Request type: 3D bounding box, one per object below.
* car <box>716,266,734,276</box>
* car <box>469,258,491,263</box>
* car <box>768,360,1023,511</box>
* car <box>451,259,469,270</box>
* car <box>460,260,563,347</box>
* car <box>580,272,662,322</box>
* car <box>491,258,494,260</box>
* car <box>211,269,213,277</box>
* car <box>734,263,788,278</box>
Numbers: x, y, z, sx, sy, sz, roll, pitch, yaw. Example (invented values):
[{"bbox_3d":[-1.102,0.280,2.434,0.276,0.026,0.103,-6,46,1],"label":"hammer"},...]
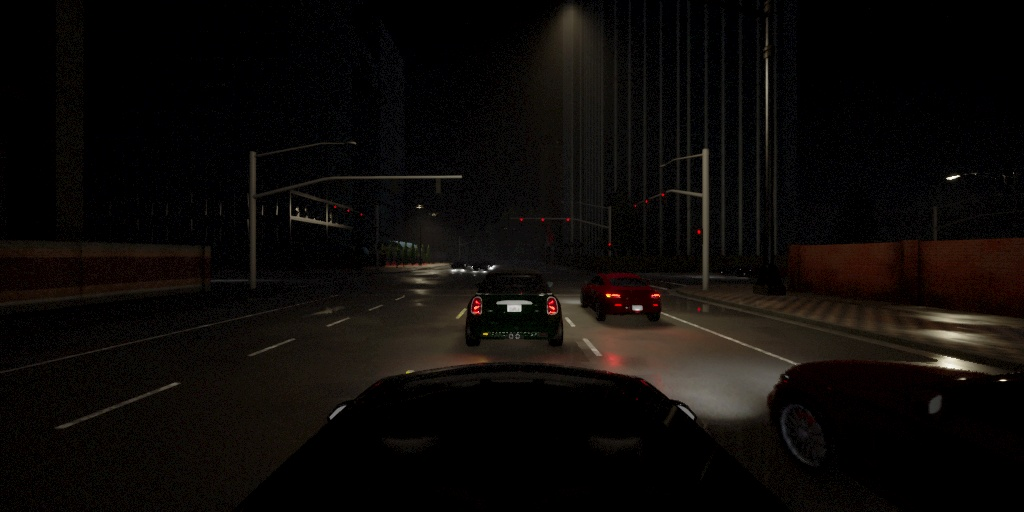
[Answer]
[{"bbox_3d":[23.732,1.351,36.771,4.718,1.301,1.895,0,0,0],"label":"car"},{"bbox_3d":[-4.336,1.297,49.373,2.033,1.411,5.357,0,0,-1],"label":"car"},{"bbox_3d":[3.585,1.276,1.775,1.812,1.442,4.674,0,0,0],"label":"car"},{"bbox_3d":[-7.923,1.314,53.673,1.994,1.385,4.181,0,0,-1],"label":"car"},{"bbox_3d":[0.062,1.102,9.518,2.097,1.767,4.553,0,0,0],"label":"car"},{"bbox_3d":[3.556,1.276,12.276,1.812,1.442,4.674,0,0,2],"label":"car"},{"bbox_3d":[-4.494,1.351,64.492,1.895,1.301,4.718,0,0,-1],"label":"car"},{"bbox_3d":[-27.097,1.241,29.102,4.902,1.511,2.128,0,0,-1],"label":"car"},{"bbox_3d":[23.767,1.351,33.271,4.718,1.301,1.895,0,0,0],"label":"car"}]
